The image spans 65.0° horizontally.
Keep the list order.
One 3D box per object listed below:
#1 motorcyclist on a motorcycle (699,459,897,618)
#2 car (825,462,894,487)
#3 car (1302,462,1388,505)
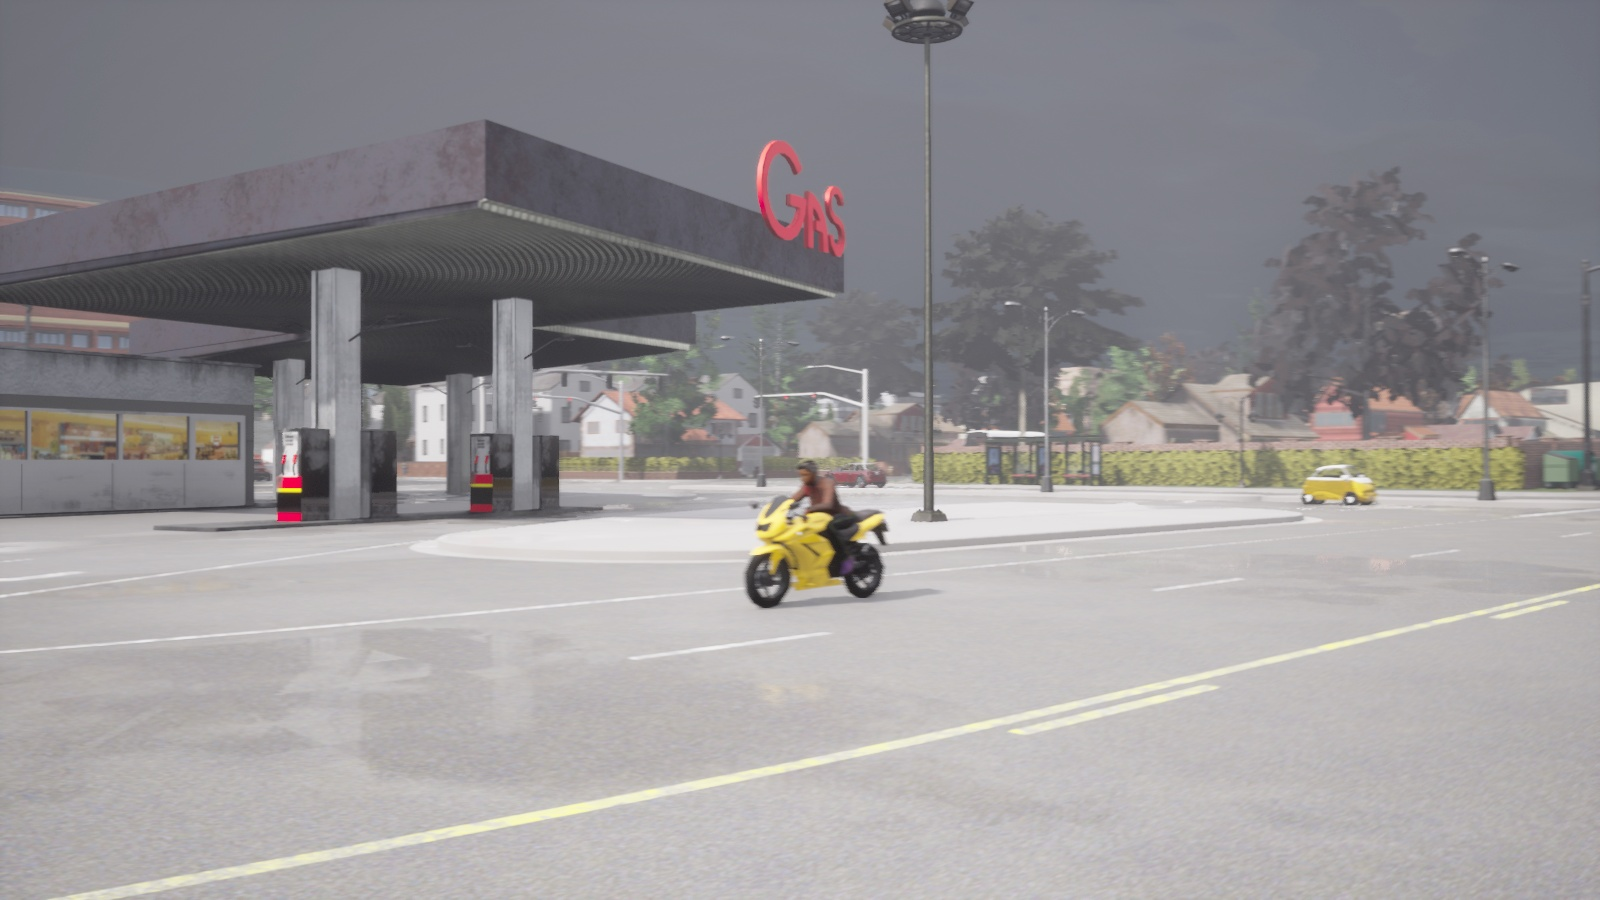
[{"bbox_3d":[0.007,0.864,13.097,2.044,1.523,0.797,0,-1,-42],"label":"motorcyclist on a motorcycle"},{"bbox_3d":[3.524,1.448,74.914,1.970,1.475,3.806,0,-1,-43],"label":"car"},{"bbox_3d":[18.236,1.101,42.012,1.481,1.376,2.207,0,-1,-43],"label":"car"}]
